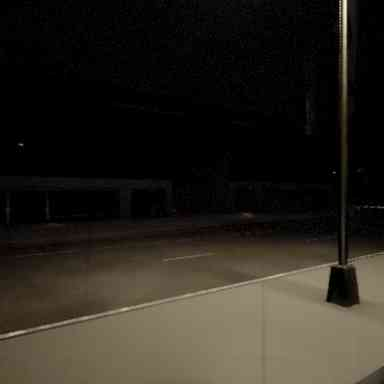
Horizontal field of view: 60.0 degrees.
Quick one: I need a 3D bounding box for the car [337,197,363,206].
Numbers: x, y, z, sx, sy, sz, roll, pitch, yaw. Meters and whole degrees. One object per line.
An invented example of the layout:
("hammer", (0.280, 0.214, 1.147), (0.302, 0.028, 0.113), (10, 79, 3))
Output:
("car", (26.265, 1.504, 55.445), (2.128, 1.511, 4.902), (0, 0, -12))
